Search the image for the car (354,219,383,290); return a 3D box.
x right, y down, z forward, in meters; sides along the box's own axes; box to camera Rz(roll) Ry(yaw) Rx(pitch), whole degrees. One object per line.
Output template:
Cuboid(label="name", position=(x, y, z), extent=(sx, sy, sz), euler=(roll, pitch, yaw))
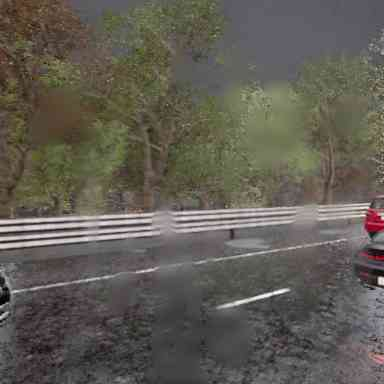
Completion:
Cuboid(label="car", position=(5.706, 1.468, 7.772), extent=(4.892, 1.490, 1.837), euler=(0, 0, -35))

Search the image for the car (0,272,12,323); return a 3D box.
Cuboid(label="car", position=(-5.159, 1.498, 4.358), extent=(4.902, 1.511, 2.128), euler=(0, 0, -36))

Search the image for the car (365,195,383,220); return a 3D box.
Cuboid(label="car", position=(10.106, 1.152, 15.141), extent=(5.566, 2.045, 2.150), euler=(0, 0, -35))
